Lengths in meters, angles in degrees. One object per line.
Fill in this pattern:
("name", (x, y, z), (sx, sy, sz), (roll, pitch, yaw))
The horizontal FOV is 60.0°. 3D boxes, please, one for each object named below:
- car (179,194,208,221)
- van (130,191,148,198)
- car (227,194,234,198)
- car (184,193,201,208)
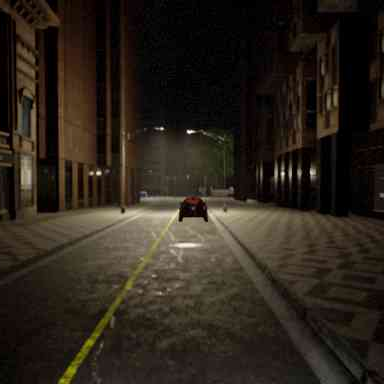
("car", (0.096, 1.201, 25.585), (2.097, 1.767, 4.553), (0, 0, 0))
("van", (-14.592, 0.851, 93.987), (3.998, 1.788, 1.690), (0, 1, 0))
("car", (12.065, 1.126, 93.862), (4.313, 1.339, 1.947), (0, 1, 0))
("car", (0.094, 1.087, 44.123), (2.097, 1.767, 4.553), (0, 0, 0))
